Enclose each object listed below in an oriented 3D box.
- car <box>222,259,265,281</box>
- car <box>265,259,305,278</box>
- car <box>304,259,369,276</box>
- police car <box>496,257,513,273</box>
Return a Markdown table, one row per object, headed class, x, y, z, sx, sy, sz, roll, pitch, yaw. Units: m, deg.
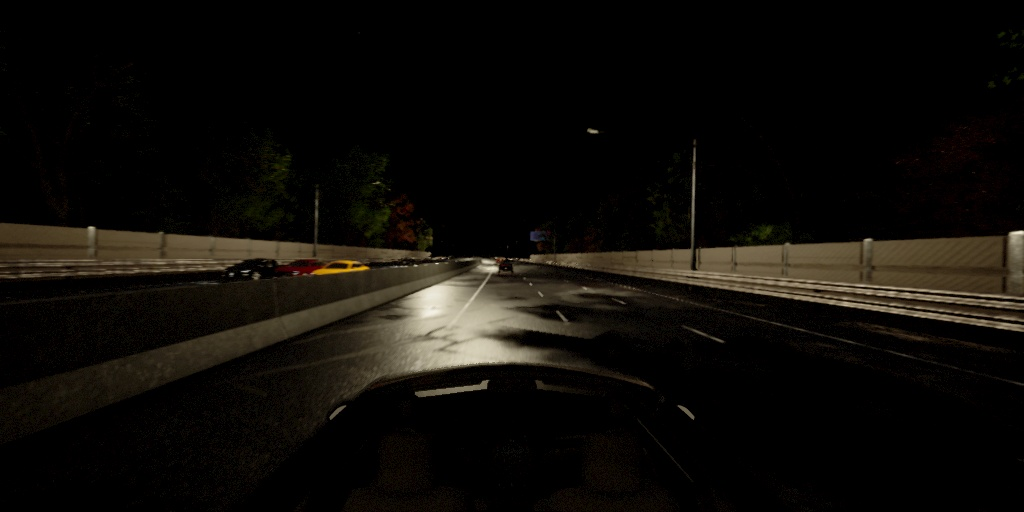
| class | x | y | z | sx | sy | sz | roll | pitch | yaw |
| --- | --- | --- | --- | --- | --- | --- | --- | --- | --- |
| car | -17.858 | 0.927 | 25.191 | 1.837 | 1.490 | 4.892 | 1 | -1 | -1 |
| car | -14.353 | 0.978 | 24.896 | 1.882 | 1.535 | 5.008 | 1 | 0 | -1 |
| car | -10.814 | 1.052 | 22.945 | 1.882 | 1.535 | 5.008 | 1 | 0 | -1 |
| police car | -0.832 | 1.310 | 46.419 | 1.930 | 1.638 | 5.238 | 1 | 0 | -2 |
